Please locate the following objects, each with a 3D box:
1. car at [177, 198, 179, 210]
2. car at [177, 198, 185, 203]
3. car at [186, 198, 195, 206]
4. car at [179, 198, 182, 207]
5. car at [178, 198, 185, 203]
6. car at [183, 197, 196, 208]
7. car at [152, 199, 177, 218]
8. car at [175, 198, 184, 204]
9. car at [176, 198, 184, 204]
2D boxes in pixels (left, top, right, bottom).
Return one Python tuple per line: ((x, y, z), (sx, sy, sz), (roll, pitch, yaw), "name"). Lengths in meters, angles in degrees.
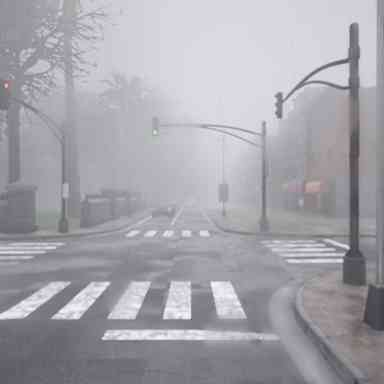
((-2.790, 1.668, 37.968), (1.967, 1.590, 4.097), (0, 0, 0), "car")
((-2.996, 2.260, 89.163), (2.008, 1.369, 4.403), (-1, -1, 0), "car")
((-0.263, 2.003, 66.819), (1.812, 1.442, 4.674), (0, -1, 0), "car")
((-2.836, 1.901, 49.345), (1.802, 1.307, 4.206), (0, 0, 0), "car")
((-3.019, 2.339, 94.852), (1.947, 1.339, 4.313), (-1, -1, 0), "car")
((-0.224, 1.909, 56.815), (1.812, 1.442, 4.674), (0, -1, 0), "car")
((-2.768, 1.626, 32.281), (1.967, 1.590, 4.097), (0, 0, 0), "car")
((-2.951, 2.132, 77.787), (1.887, 1.381, 4.507), (0, -1, 0), "car")
((-2.973, 2.192, 83.475), (1.887, 1.381, 4.507), (0, -1, 0), "car")
